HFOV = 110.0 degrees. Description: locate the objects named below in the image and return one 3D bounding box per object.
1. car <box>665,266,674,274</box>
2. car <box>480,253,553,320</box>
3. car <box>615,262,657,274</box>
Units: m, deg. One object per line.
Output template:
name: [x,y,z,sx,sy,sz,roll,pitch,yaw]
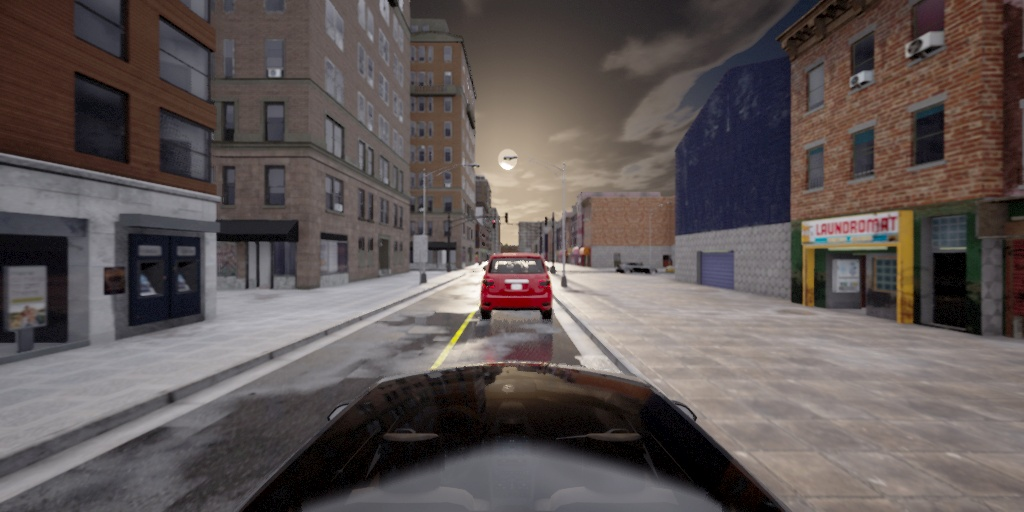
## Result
car: [19.142,1.314,38.584,4.829,1.417,1.751,0,0,0]
car: [0.138,0.930,12.486,2.150,2.045,5.566,0,0,0]
car: [13.349,1.309,38.593,4.313,1.339,1.948,0,0,0]
